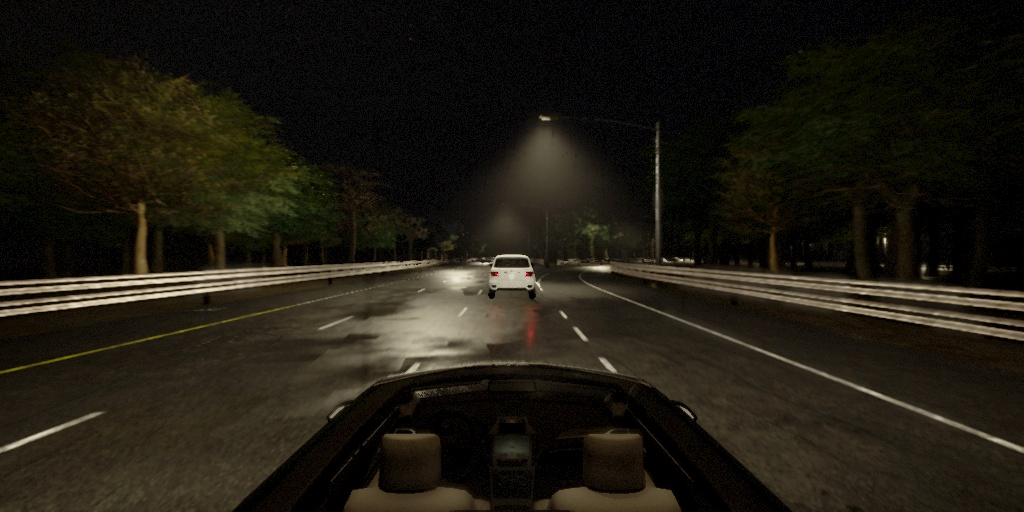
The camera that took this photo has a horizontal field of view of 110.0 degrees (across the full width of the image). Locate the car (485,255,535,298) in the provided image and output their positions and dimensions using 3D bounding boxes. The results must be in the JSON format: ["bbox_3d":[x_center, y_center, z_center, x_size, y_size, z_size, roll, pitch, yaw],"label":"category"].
[{"bbox_3d":[-0.005,0.969,18.661,2.150,2.045,5.566,0,0,0],"label":"car"}]
